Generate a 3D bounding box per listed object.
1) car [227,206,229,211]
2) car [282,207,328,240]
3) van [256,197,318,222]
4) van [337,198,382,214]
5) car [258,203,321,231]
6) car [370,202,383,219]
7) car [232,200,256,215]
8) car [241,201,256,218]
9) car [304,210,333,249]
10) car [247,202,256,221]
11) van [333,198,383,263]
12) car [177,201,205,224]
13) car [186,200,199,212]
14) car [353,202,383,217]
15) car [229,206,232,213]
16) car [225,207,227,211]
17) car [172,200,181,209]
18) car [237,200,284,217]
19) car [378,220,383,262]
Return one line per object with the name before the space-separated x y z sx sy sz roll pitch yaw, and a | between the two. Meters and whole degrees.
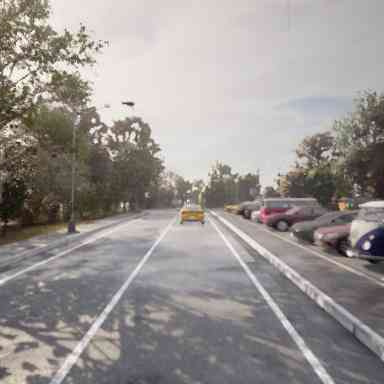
car | 7.121 1.913 40.524 4.892 1.521 2.231 0 -1 0
car | 7.048 1.598 15.550 4.792 1.488 2.163 0 -1 0
van | 7.207 1.448 23.879 4.442 1.987 1.878 0 -1 0
van | 20.313 1.683 40.405 4.442 1.987 1.878 0 -1 0
car | 7.092 1.639 21.100 5.008 1.535 2.097 0 -1 0
car | 20.176 1.777 31.975 4.892 1.521 2.231 0 -1 0
car | 7.075 1.529 32.208 5.566 2.045 2.435 0 -1 0
car | 7.128 1.774 29.428 4.792 1.488 2.163 0 -1 0
car | 7.076 1.573 12.772 4.674 1.452 2.002 0 -1 0
car | 7.097 1.750 26.652 4.674 1.452 2.002 0 -1 0
van | 6.953 1.272 10.000 4.442 1.987 1.878 0 -1 0
car | 0.024 1.752 26.945 1.882 1.535 5.008 0 -1 0
car | 0.046 2.236 54.059 2.097 1.767 4.553 0 -2 0
car | 20.001 1.810 34.742 5.366 1.575 1.946 0 -1 0
car | 7.118 1.861 37.752 5.008 1.535 2.097 0 -1 0
car | 6.934 1.967 43.292 5.366 1.575 1.946 0 -1 0
car | -3.186 2.839 74.057 2.150 2.045 5.566 0 -3 0
car | 7.138 1.692 34.977 4.553 1.767 2.185 0 -1 0
car | 7.095 1.492 7.214 4.792 1.488 2.163 0 0 0
